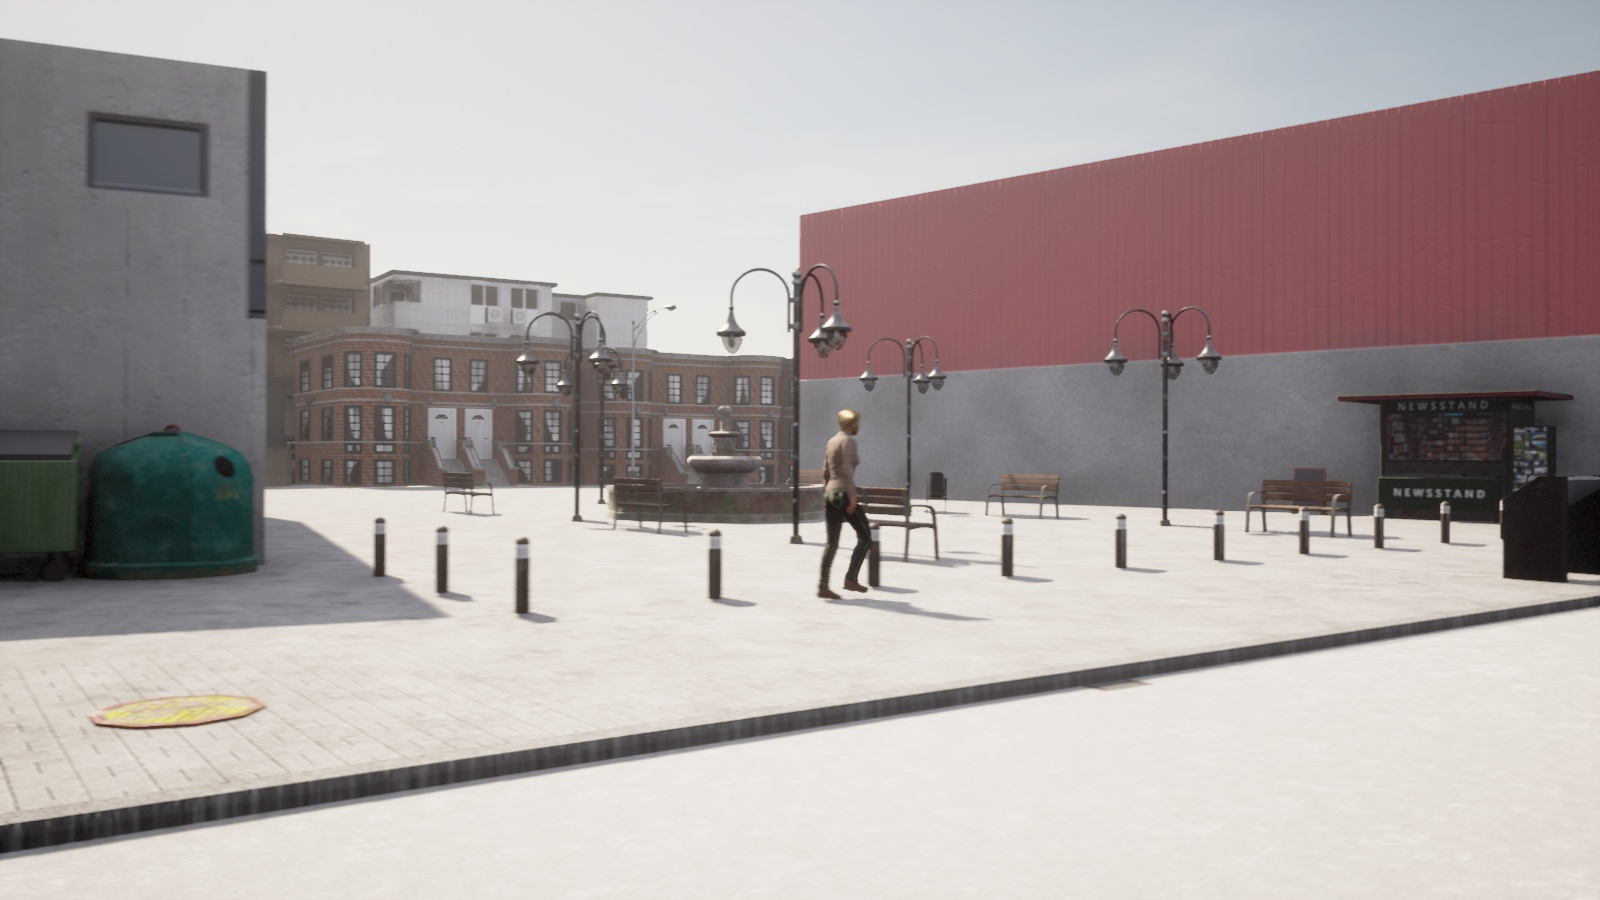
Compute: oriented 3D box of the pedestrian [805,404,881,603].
[{"bbox_3d":[0.409,0.497,11.961,0.634,1.846,0.331,0,0,-26],"label":"pedestrian"}]
